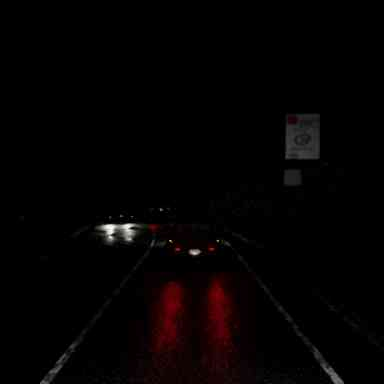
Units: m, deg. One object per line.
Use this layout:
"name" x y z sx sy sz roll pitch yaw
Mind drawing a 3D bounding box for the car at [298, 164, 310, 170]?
"car" 21.274 -4.240 59.284 2.185 1.767 4.553 0 0 -1

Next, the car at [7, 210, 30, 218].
"car" -32.595 4.092 62.392 5.008 1.535 1.882 -5 -1 30

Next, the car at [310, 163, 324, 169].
"car" 21.396 -4.027 53.610 2.002 1.452 4.674 0 0 -1

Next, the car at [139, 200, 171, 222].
"car" -3.699 1.785 32.777 2.150 2.045 5.566 0 -2 -20

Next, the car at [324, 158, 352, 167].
"car" 21.513 -4.146 48.117 2.185 1.767 4.553 0 0 -1

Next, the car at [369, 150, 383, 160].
"car" 21.746 -3.924 37.180 2.231 1.521 4.892 0 0 -1

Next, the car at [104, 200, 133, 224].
"car" -6.949 1.788 30.995 2.150 2.045 5.566 0 -2 -19

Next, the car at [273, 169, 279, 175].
"car" 20.921 -4.231 75.818 2.231 1.521 4.892 0 0 -1

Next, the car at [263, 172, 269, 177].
"car" 20.686 -4.246 86.856 2.002 1.452 4.674 0 0 -1

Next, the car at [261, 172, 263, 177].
"car" 20.568 -4.556 92.341 2.435 2.045 5.566 0 0 -1

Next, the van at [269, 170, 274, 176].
"van" 20.806 -4.487 81.213 1.878 1.987 4.442 0 0 -1

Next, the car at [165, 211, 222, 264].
"car" 0.004 1.647 12.194 1.812 1.442 4.674 0 -1 -2
